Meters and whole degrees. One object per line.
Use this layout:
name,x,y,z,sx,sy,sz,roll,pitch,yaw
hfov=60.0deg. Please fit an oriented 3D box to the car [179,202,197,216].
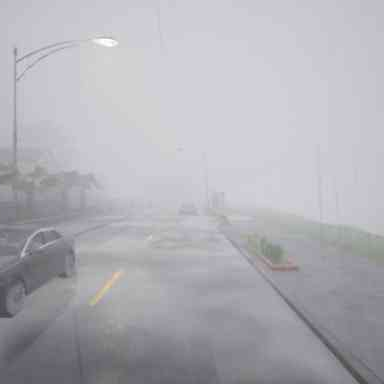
car,-0.407,1.905,37.123,1.994,1.385,4.181,0,-1,0

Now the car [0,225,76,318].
car,-4.192,1.565,7.638,2.128,1.511,4.902,0,-1,-1

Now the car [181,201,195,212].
car,-0.539,2.034,47.066,1.895,1.301,4.718,0,-1,-1
